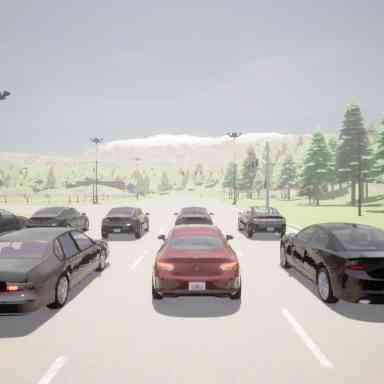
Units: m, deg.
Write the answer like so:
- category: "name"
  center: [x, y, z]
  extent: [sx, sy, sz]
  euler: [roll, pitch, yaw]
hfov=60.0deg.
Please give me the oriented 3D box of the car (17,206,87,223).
- category: "car"
  center: [-6.906, 1.505, 17.535]
  extent: [1.837, 1.490, 4.892]
  euler: [0, 0, 0]

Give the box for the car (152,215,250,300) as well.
- category: "car"
  center: [0.095, 1.526, 8.278]
  extent: [1.812, 1.442, 4.674]
  euler: [0, 0, 0]

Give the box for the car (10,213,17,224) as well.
- category: "car"
  center: [-10.406, 1.547, 17.035]
  extent: [2.033, 1.411, 5.357]
  euler: [0, 0, 0]

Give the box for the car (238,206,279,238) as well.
- category: "car"
  center: [3.595, 1.492, 17.678]
  extent: [2.128, 1.511, 4.902]
  euler: [0, 0, 0]

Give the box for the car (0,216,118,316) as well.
- category: "car"
  center: [-3.405, 1.547, 7.782]
  extent: [2.033, 1.411, 5.357]
  euler: [0, 0, 0]

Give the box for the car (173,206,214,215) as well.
- category: "car"
  center: [0.094, 1.505, 17.523]
  extent: [1.837, 1.490, 4.892]
  euler: [0, 0, 0]

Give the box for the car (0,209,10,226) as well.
- category: "car"
  center: [-6.907, 1.221, 7.695]
  extent: [2.150, 2.045, 5.566]
  euler: [0, 0, 0]

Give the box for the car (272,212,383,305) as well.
- category: "car"
  center: [3.599, 1.478, 8.187]
  extent: [1.882, 1.535, 5.008]
  euler: [0, 0, 0]

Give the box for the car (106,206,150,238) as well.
- category: "car"
  center: [-3.406, 1.505, 17.524]
  extent: [1.837, 1.490, 4.892]
  euler: [0, 0, 0]
